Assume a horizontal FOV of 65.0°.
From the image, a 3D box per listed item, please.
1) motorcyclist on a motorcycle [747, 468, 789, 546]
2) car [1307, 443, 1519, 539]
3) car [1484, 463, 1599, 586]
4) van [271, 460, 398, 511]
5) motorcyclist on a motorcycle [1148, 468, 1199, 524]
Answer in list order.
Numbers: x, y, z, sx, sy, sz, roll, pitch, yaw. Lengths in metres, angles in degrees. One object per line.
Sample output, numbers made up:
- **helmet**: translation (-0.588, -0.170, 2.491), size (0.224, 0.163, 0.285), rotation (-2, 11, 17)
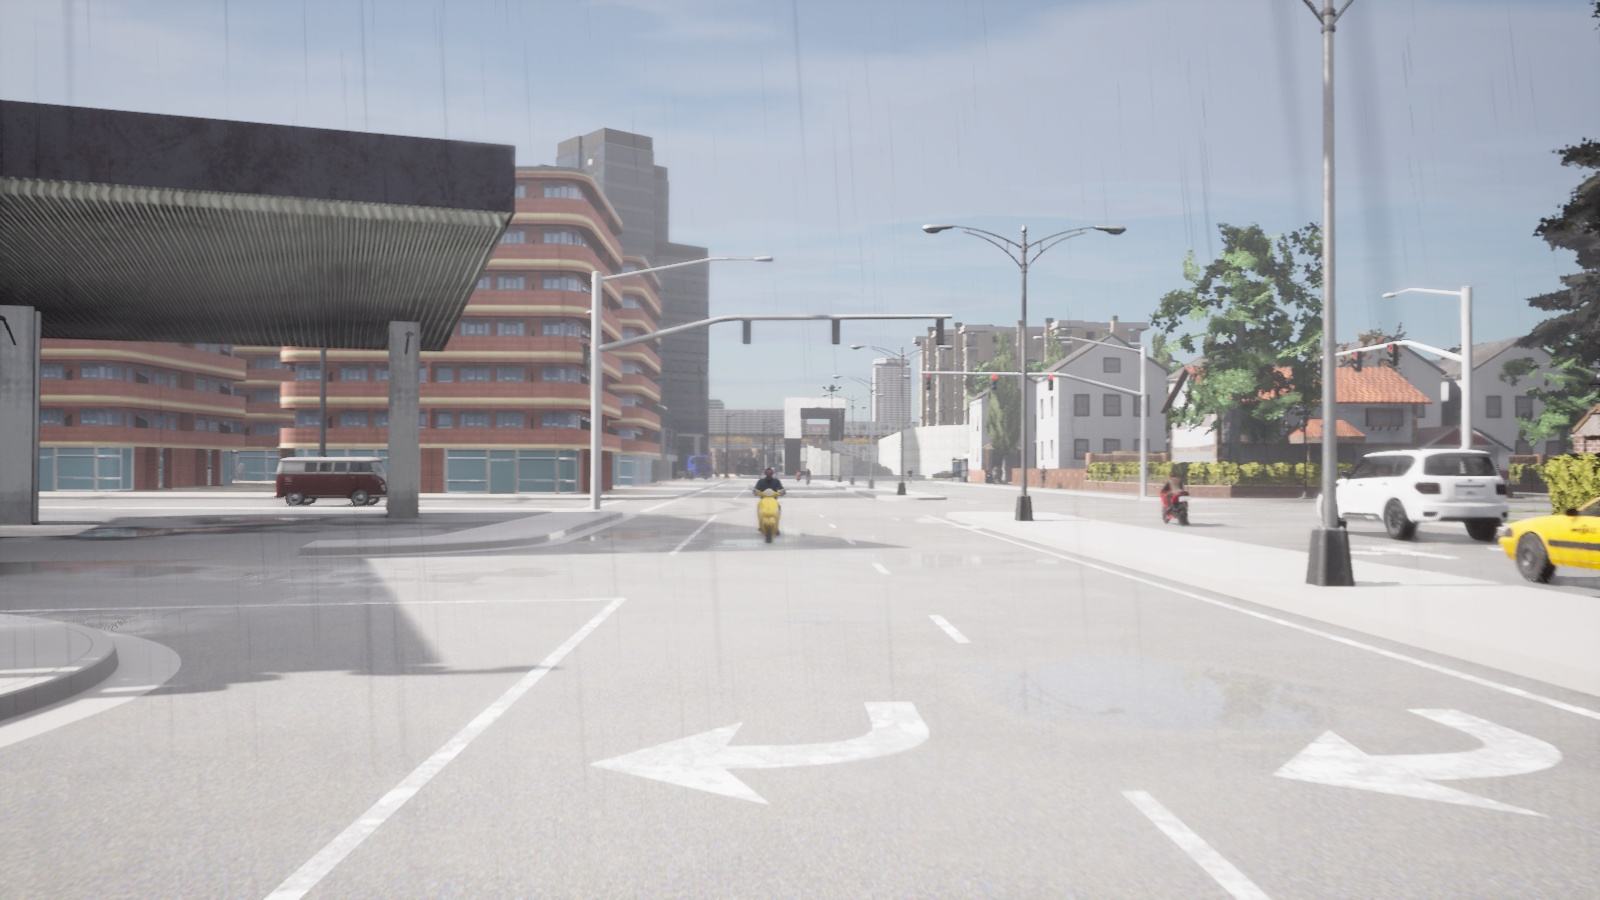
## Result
- **motorcyclist on a motorcycle**: translation (-0.676, 1.174, 26.659), size (0.866, 1.590, 1.817), rotation (0, -1, -1)
- **car**: translation (14.253, 0.917, 29.676), size (2.150, 2.045, 5.566), rotation (0, -1, -2)
- **car**: translation (11.105, 0.943, 15.940), size (1.801, 1.575, 5.366), rotation (0, -1, -1)
- **van**: translation (-18.690, 1.418, 50.544), size (4.442, 1.987, 1.775), rotation (0, -1, -2)
- **motorcyclist on a motorcycle**: translation (10.594, 1.288, 35.673), size (0.797, 1.523, 2.044), rotation (0, -1, -2)
